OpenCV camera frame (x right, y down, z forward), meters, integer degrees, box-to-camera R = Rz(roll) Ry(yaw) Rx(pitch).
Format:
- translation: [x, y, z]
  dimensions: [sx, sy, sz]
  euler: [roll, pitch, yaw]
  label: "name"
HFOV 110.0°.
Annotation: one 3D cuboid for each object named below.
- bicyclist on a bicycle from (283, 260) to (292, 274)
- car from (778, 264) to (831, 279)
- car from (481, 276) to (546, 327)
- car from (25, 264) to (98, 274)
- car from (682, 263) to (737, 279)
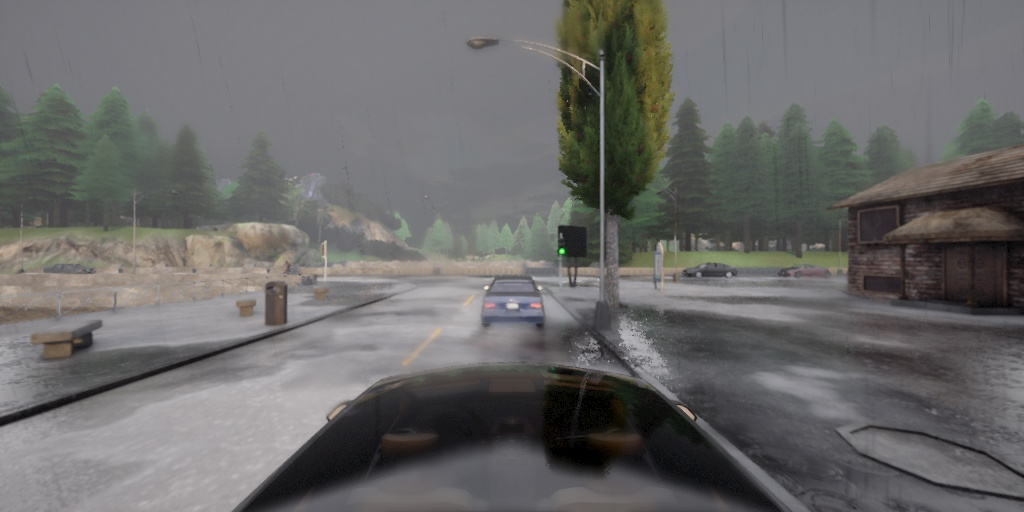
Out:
- translation: [-24.513, 1.265, 39.122]
  dimensions: [0.582, 1.620, 1.656]
  euler: [0, 0, 0]
  label: "bicyclist on a bicycle"
- translation: [28.406, 1.463, 34.902]
  dimensions: [4.181, 1.385, 1.994]
  euler: [0, 0, 0]
  label: "car"
- translation: [0.047, 1.342, 11.670]
  dimensions: [2.033, 1.411, 5.357]
  euler: [0, 0, 0]
  label: "car"
- translation: [-43.715, 1.444, 34.830]
  dimensions: [5.357, 1.411, 2.033]
  euler: [0, 0, 0]
  label: "car"
- translation: [19.202, 1.403, 34.908]
  dimensions: [4.892, 1.490, 1.837]
  euler: [0, 0, 0]
  label: "car"
